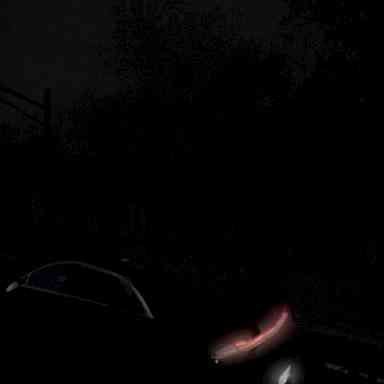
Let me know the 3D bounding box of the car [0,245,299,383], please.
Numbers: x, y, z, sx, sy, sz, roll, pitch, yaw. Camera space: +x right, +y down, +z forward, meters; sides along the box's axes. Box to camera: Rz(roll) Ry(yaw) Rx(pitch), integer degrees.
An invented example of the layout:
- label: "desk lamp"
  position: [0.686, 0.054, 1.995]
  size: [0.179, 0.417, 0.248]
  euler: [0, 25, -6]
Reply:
- label: "car"
  position: [-1.120, 1.491, 4.478]
  size: [4.902, 1.511, 2.128]
  euler: [0, 0, 35]
